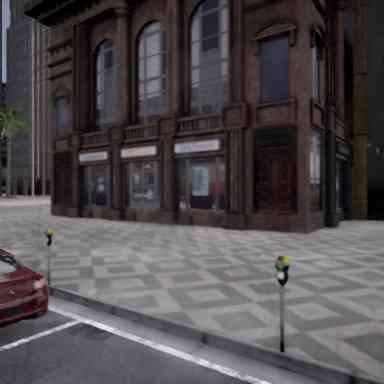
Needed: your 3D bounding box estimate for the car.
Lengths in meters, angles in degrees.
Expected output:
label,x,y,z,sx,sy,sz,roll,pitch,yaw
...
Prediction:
label,x,y,z,sx,sy,sz,roll,pitch,yaw
car,-4.268,1.582,6.011,4.206,1.307,1.802,0,0,36
